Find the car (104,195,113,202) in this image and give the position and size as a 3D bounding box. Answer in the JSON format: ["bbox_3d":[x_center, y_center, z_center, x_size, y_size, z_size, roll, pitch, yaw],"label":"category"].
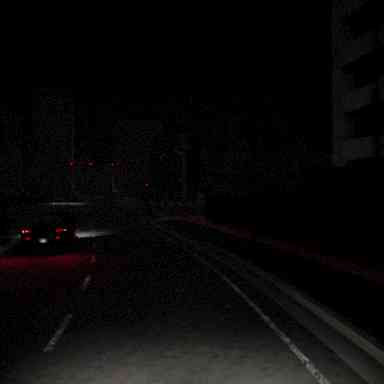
[{"bbox_3d":[-21.015,1.700,83.316,1.837,1.490,4.892,0,0,-15],"label":"car"}]

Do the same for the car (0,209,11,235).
[{"bbox_3d":[-10.358,1.565,16.345,2.128,1.511,4.902,0,0,-16],"label":"car"}]

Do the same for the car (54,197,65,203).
[{"bbox_3d":[-29.407,1.766,74.090,1.812,1.442,4.674,0,0,-15],"label":"car"}]

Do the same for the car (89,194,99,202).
[{"bbox_3d":[-24.468,1.768,82.681,1.994,1.385,4.181,0,0,-15],"label":"car"}]

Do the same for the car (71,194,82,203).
[{"bbox_3d":[-26.027,1.778,74.999,1.994,1.385,4.181,0,0,-15],"label":"car"}]

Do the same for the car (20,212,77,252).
[{"bbox_3d":[-5.997,1.574,14.244,1.812,1.442,4.674,0,0,-15],"label":"car"}]
